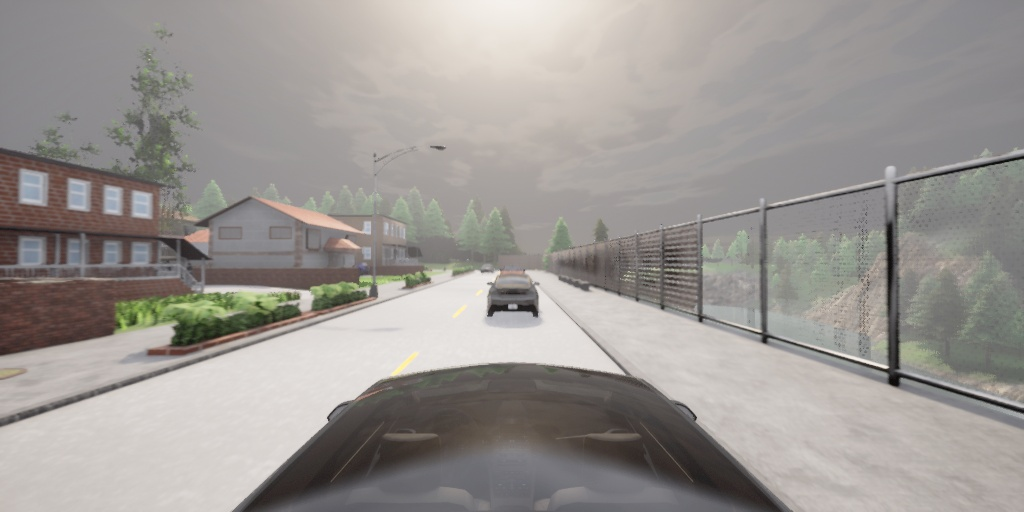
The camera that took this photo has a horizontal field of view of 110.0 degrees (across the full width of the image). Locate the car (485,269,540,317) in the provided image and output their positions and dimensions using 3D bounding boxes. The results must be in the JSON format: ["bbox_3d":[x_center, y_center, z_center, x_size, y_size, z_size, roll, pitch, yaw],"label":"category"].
[{"bbox_3d":[0.048,1.429,14.117,1.837,1.490,4.892,0,0,1],"label":"car"}]

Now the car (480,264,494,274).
[{"bbox_3d":[-3.855,2.015,56.337,1.837,1.490,4.892,0,-1,2],"label":"car"}]

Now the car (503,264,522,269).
[{"bbox_3d":[0.048,1.481,29.004,2.097,1.767,4.553,0,-1,1],"label":"car"}]
